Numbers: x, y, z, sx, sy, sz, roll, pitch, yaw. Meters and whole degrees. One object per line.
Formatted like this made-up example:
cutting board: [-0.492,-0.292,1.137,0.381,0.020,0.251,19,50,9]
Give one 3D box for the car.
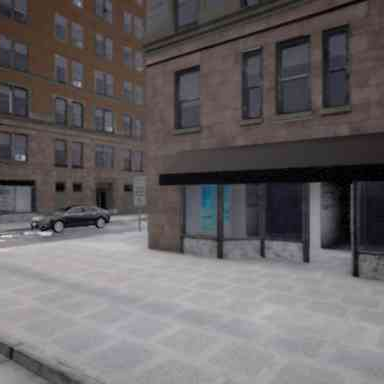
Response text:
car: [-7.297,1.560,20.384,1.837,1.490,4.892,0,0,37]
